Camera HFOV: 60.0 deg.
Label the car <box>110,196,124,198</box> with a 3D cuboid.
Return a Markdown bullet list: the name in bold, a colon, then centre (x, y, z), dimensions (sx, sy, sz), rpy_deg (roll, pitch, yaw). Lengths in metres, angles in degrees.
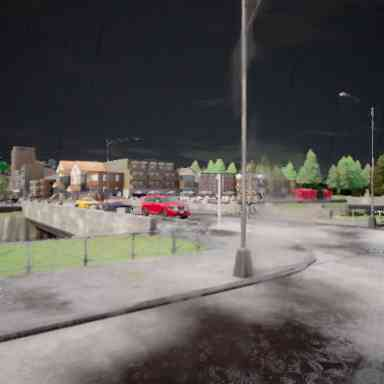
- **car**: centre (-10.958, 1.392, 47.803), dimensions (2.097, 1.767, 4.553), rpy_deg (0, 0, -35)

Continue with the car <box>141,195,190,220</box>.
- **car**: centre (-2.400, 1.253, 28.593), dimensions (2.150, 2.045, 5.566), rpy_deg (0, 0, -36)

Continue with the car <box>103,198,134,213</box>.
- **car**: centre (-8.124, 1.632, 36.612), dimensions (1.895, 1.301, 4.718), rpy_deg (0, 0, -35)

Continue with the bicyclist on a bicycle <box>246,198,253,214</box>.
- **bicyclist on a bicycle**: centre (5.360, 1.398, 32.177), dimensions (1.656, 1.620, 0.582), rpy_deg (0, 0, -36)

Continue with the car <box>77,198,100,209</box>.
- **car**: centre (-14.062, 1.509, 44.984), dimensions (1.882, 1.535, 5.008), rpy_deg (0, 0, -35)
